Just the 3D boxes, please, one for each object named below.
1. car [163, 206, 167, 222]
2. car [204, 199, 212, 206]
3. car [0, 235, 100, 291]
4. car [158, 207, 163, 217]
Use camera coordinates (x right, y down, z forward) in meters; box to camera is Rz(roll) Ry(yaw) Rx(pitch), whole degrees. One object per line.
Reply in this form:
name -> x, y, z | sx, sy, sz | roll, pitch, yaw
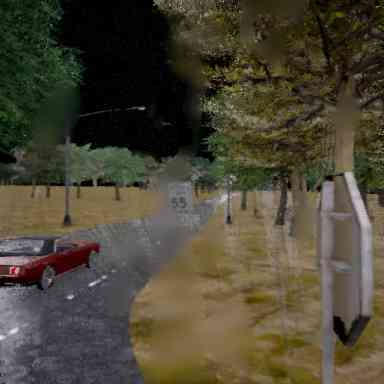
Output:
car -> -1.553, 2.476, 37.757 | 2.097, 1.767, 4.553 | 0, -1, 6
car -> 4.299, 3.218, 93.696 | 2.128, 1.511, 4.902 | 0, 0, 6
car -> -4.456, 1.942, 10.026 | 1.895, 1.301, 4.718 | 0, -2, 6
car -> -3.817, 2.874, 49.734 | 2.128, 1.511, 4.902 | 0, -1, 6
